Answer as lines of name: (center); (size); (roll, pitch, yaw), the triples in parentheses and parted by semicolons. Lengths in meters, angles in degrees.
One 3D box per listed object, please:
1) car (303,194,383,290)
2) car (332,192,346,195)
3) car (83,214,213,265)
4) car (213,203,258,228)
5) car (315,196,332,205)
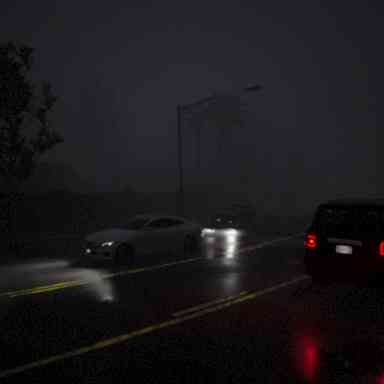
car: (4.839, 1.165, 8.293); (5.566, 2.045, 2.150); (-1, 0, -45)
car: (20.394, 1.091, 46.240); (2.150, 2.045, 5.566); (-1, 0, 29)
car: (-1.584, 1.561, 12.105); (4.674, 1.442, 1.812); (0, 0, -44)
car: (2.991, 1.543, 22.809); (1.837, 1.490, 4.892); (-1, 0, 33)
car: (22.911, 1.423, 57.857); (2.033, 1.411, 5.357); (-1, 0, 30)
